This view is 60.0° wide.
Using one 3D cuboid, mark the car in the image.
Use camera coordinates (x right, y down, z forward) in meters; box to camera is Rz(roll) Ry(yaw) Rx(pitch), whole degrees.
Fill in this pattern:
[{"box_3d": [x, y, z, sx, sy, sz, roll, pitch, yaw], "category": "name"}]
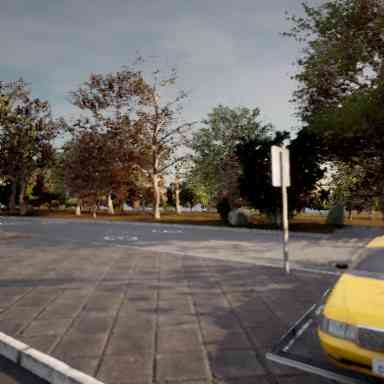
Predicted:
[{"box_3d": [3.552, 1.454, 5.512, 1.946, 1.575, 5.366, 0, 0, 36], "category": "car"}]
